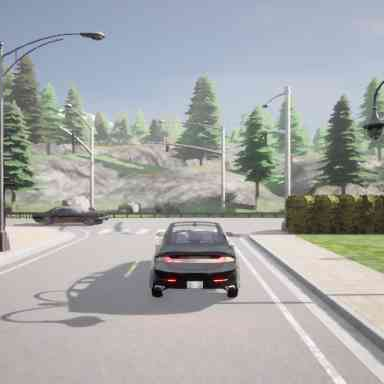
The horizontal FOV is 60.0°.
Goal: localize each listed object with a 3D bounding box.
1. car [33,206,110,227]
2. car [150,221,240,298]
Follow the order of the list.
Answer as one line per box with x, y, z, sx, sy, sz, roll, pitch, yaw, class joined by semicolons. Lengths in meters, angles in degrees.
-8.083;1.613;22.551;4.718;1.301;1.895;0;0;6;car
0.073;1.491;8.534;2.128;1.511;4.902;0;0;0;car
